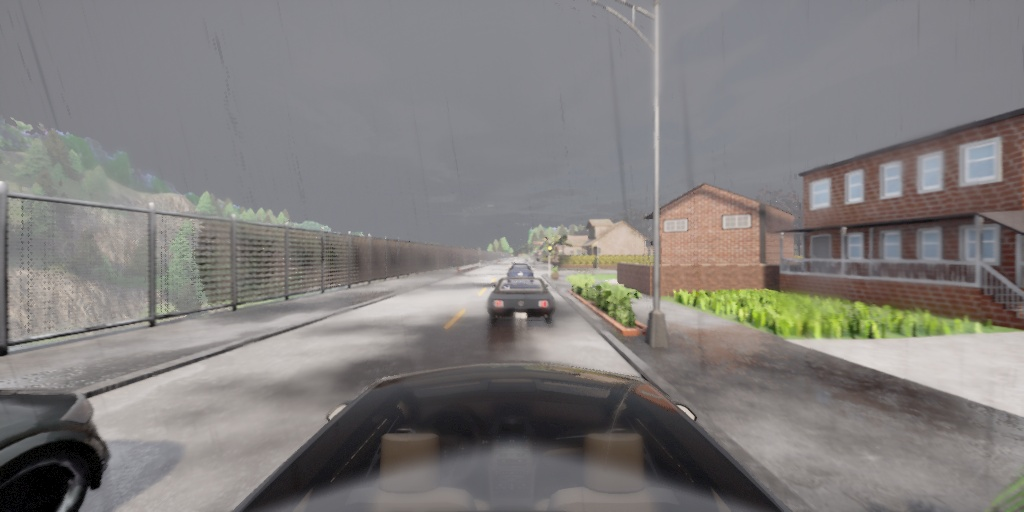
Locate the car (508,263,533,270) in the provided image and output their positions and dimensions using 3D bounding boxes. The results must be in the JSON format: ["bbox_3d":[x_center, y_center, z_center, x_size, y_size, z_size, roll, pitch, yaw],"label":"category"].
[{"bbox_3d":[0.633,1.243,27.167,1.994,1.385,4.181,0,0,1],"label":"car"}]

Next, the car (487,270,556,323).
[{"bbox_3d":[0.295,1.322,11.909,1.895,1.301,4.718,0,0,1],"label":"car"}]

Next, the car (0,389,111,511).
[{"bbox_3d":[-4.138,1.320,0.988,1.994,1.385,4.181,0,0,1],"label":"car"}]
